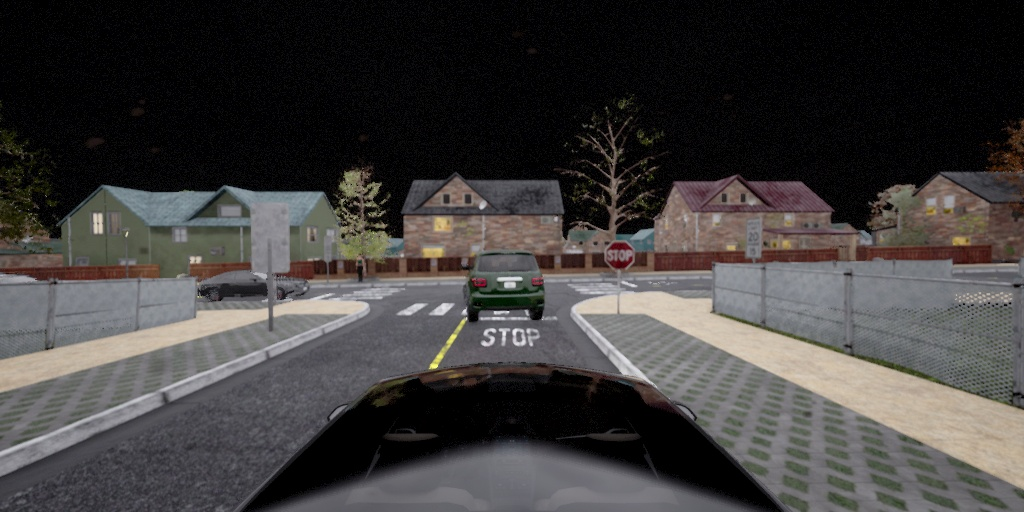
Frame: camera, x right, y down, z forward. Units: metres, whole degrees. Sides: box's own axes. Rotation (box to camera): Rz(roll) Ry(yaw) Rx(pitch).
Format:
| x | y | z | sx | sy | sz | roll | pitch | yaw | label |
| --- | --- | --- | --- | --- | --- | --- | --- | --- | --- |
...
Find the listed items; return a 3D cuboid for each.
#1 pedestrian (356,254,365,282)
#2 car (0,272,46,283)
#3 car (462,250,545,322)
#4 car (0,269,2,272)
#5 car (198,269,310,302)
| x | y | z | sx | sy | sz | roll | pitch | yaw | label |
| --- | --- | --- | --- | --- | --- | --- | --- | --- | --- |
| -9.680 | 0.746 | 22.876 | 0.375 | 1.860 | 0.375 | 0 | 3 | 0 | pedestrian |
| -23.866 | 1.626 | 16.995 | 4.674 | 1.442 | 1.812 | -1 | 2 | 0 | car |
| -0.441 | 0.845 | 11.914 | 2.150 | 2.045 | 5.566 | -1 | 0 | -8 | car |
| -30.818 | 1.537 | 19.919 | 4.553 | 1.767 | 2.097 | -1 | 2 | 0 | car |
| -12.164 | 1.349 | 17.021 | 4.674 | 1.442 | 1.812 | -1 | 2 | 0 | car |
